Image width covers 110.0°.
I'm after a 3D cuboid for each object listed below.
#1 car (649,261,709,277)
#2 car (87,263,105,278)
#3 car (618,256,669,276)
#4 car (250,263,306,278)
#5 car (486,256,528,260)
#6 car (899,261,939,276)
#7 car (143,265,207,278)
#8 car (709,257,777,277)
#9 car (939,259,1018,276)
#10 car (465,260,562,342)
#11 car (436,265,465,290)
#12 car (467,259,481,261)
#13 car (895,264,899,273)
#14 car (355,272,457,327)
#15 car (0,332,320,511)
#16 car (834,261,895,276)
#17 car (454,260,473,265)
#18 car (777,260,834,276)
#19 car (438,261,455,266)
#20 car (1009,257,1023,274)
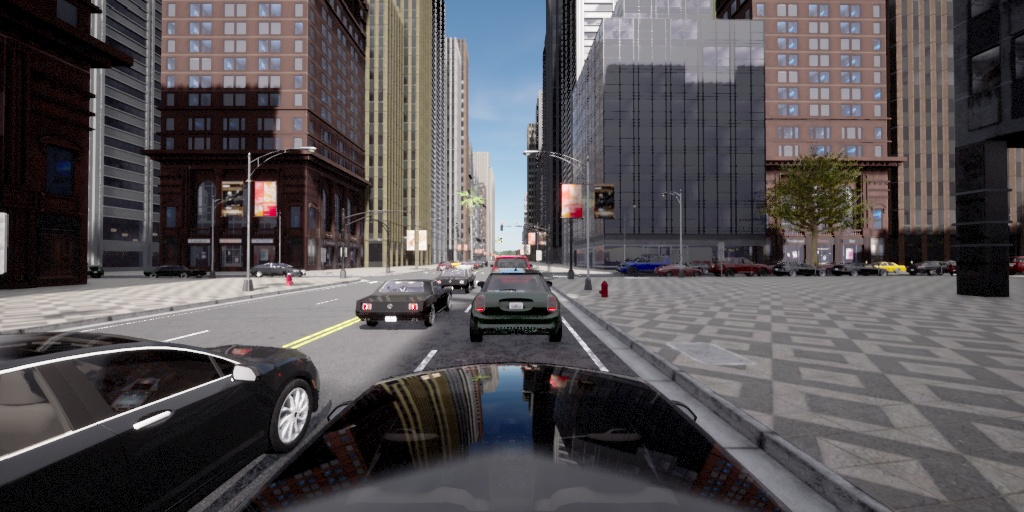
[{"bbox_3d":[15.255,1.327,32.958,4.207,1.307,1.802,0,0,-1],"label":"car"},{"bbox_3d":[-43.300,1.242,34.899,5.566,2.045,2.150,0,-1,0],"label":"car"},{"bbox_3d":[14.328,1.037,38.717,5.566,2.045,2.150,0,-1,-1],"label":"car"},{"bbox_3d":[-22.715,1.418,34.914,4.902,1.511,2.128,0,-1,0],"label":"car"},{"bbox_3d":[-0.036,1.003,19.460,2.150,2.045,5.566,0,0,0],"label":"car"},{"bbox_3d":[42.522,1.227,36.067,4.674,1.442,1.812,0,-1,-1],"label":"car"},{"bbox_3d":[-32.663,1.573,34.904,4.718,1.301,1.895,0,-1,0],"label":"car"},{"bbox_3d":[20.893,1.041,33.057,5.009,1.841,2.192,0,0,-1],"label":"car"},{"bbox_3d":[43.442,1.214,33.451,4.507,1.381,1.888,0,0,-1],"label":"car"},{"bbox_3d":[0.081,1.108,9.940,2.097,1.767,4.553,0,0,0],"label":"car"},{"bbox_3d":[-3.189,1.388,20.756,1.895,1.301,4.718,0,0,0],"label":"car"},{"bbox_3d":[-6.693,1.633,61.067,1.895,1.301,4.718,0,0,0],"label":"car"},{"bbox_3d":[43.129,1.295,41.972,4.829,1.417,1.751,0,0,-1],"label":"car"},{"bbox_3d":[-3.167,1.361,11.587,1.895,1.301,4.718,0,0,0],"label":"car"},{"bbox_3d":[-3.152,1.255,2.235,1.837,1.490,4.892,0,0,0],"label":"car"},{"bbox_3d":[32.167,1.260,33.254,4.313,1.339,1.948,0,0,-1],"label":"car"},{"bbox_3d":[-6.696,1.570,51.904,1.895,1.301,4.718,0,0,0],"label":"car"},{"bbox_3d":[26.530,1.275,33.155,4.313,1.339,1.948,0,0,-1],"label":"car"},{"bbox_3d":[-9.941,1.503,53.158,1.812,1.442,4.674,0,0,-3],"label":"car"},{"bbox_3d":[49.081,0.973,33.550,5.009,1.841,2.192,0,0,-1],"label":"car"}]
